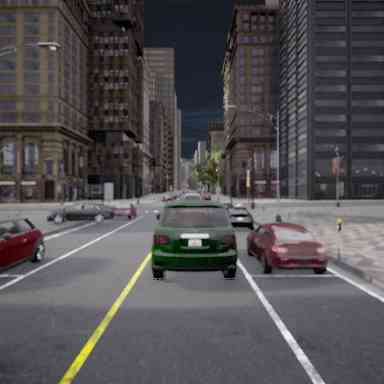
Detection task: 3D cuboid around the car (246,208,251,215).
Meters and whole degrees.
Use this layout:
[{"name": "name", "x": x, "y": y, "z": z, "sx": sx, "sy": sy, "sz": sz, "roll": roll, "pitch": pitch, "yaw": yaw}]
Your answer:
[{"name": "car", "x": 2.766, "y": 1.581, "z": 21.121, "sx": 1.947, "sy": 1.339, "sz": 4.313, "roll": 0, "pitch": 0, "yaw": 0}]

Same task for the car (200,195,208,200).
[{"name": "car", "x": 3.133, "y": 1.383, "z": 88.428, "sx": 1.947, "sy": 1.339, "sz": 4.313, "roll": 1, "pitch": 0, "yaw": 0}]

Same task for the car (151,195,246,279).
[{"name": "car", "x": 0.039, "y": 1.236, "z": 10.206, "sx": 2.150, "sy": 2.045, "sz": 5.566, "roll": 0, "pitch": 0, "yaw": -1}]

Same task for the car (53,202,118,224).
[{"name": "car", "x": -7.497, "y": 1.402, "z": 22.567, "sx": 4.403, "sy": 1.369, "sz": 2.008, "roll": -1, "pitch": 1, "yaw": -9}]

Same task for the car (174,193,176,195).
[{"name": "car", "x": -5.464, "y": 1.419, "z": 77.399, "sx": 2.008, "sy": 1.369, "sz": 4.403, "roll": 0, "pitch": 0, "yaw": 0}]

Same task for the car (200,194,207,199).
[{"name": "car", "x": 3.170, "y": 1.311, "z": 94.139, "sx": 1.752, "sy": 1.417, "sz": 4.829, "roll": 1, "pitch": 0, "yaw": 0}]

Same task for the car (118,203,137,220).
[{"name": "car", "x": -5.759, "y": 1.591, "z": 28.492, "sx": 1.802, "sy": 1.307, "sz": 4.206, "roll": 0, "pitch": 0, "yaw": 0}]

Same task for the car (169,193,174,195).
[{"name": "car", "x": -5.500, "y": 1.435, "z": 71.859, "sx": 1.887, "sy": 1.381, "sz": 4.507, "roll": 0, "pitch": 0, "yaw": 0}]

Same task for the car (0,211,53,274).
[{"name": "car", "x": -5.760, "y": 1.452, "z": 9.163, "sx": 1.967, "sy": 1.590, "sz": 4.097, "roll": 0, "pitch": 0, "yaw": 0}]

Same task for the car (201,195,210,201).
[{"name": "car", "x": 3.061, "y": 1.413, "z": 77.346, "sx": 1.887, "sy": 1.381, "sz": 4.507, "roll": 0, "pitch": 0, "yaw": 0}]

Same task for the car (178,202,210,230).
[{"name": "car", "x": 0.097, "y": 1.492, "z": 22.042, "sx": 1.882, "sy": 1.535, "sz": 5.008, "roll": 0, "pitch": 0, "yaw": 0}]

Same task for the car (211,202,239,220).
[{"name": "car", "x": 2.767, "y": 1.574, "z": 28.486, "sx": 1.947, "sy": 1.339, "sz": 4.313, "roll": 0, "pitch": 0, "yaw": 0}]

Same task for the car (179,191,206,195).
[{"name": "car", "x": 0.012, "y": 1.220, "z": 35.157, "sx": 2.150, "sy": 2.045, "sz": 5.566, "roll": 0, "pitch": 0, "yaw": -1}]

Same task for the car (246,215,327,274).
[{"name": "car", "x": 2.765, "y": 1.595, "z": 10.319, "sx": 1.802, "sy": 1.307, "sz": 4.206, "roll": 0, "pitch": 0, "yaw": 0}]

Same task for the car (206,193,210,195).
[{"name": "car", "x": 3.027, "y": 1.205, "z": 71.805, "sx": 2.192, "sy": 1.841, "sz": 5.009, "roll": 0, "pitch": 0, "yaw": 0}]

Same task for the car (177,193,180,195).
[{"name": "car", "x": -5.354, "y": 1.102, "z": 94.019, "sx": 2.192, "sy": 1.841, "sz": 5.009, "roll": 1, "pitch": 0, "yaw": 0}]
